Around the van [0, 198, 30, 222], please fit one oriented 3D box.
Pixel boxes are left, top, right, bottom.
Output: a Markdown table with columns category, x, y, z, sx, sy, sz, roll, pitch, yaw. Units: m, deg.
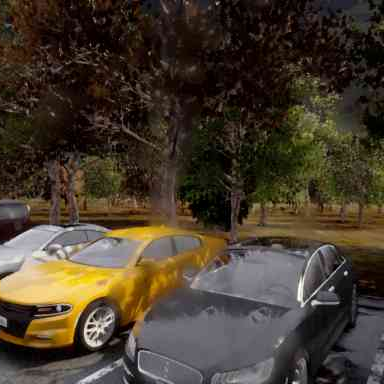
| category | x | y | z | sx | sy | sz | roll | pitch | yaw |
| --- | --- | --- | --- | --- | --- | --- | --- | --- | --- |
| van | -7.987 | 1.256 | 11.295 | 1.878 | 1.987 | 4.442 | 0 | 0 | 35 |

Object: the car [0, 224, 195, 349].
| category | x | y | z | sx | sy | sz | roll | pitch | yaw |
| --- | --- | --- | --- | --- | --- | --- | --- | --- | --- |
| car | -1.108 | 1.481 | 6.551 | 2.097 | 1.535 | 5.008 | 0 | 0 | 35 |

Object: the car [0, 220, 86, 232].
| category | x | y | z | sx | sy | sz | roll | pitch | yaw |
| --- | --- | --- | --- | --- | --- | --- | --- | --- | --- |
| car | -3.380 | 1.522 | 8.164 | 2.002 | 1.452 | 4.674 | 0 | 0 | 35 |

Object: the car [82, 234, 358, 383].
| category | x | y | z | sx | sy | sz | roll | pitch | yaw |
| --- | --- | --- | --- | --- | --- | --- | --- | --- | --- |
| car | 1.162 | 1.482 | 4.938 | 2.231 | 1.521 | 4.892 | 0 | 0 | 35 |
